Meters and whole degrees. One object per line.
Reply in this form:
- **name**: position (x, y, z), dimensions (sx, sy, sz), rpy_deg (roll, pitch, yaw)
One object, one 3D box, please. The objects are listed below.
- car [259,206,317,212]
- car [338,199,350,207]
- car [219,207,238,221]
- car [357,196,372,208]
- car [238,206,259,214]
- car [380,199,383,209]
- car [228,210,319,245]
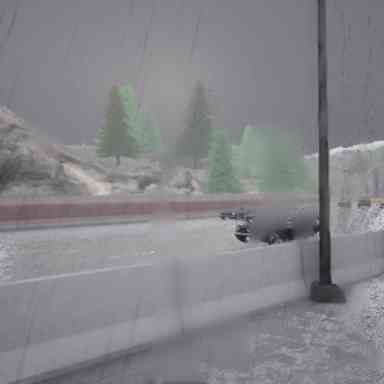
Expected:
- **car**: position (7.298, 1.750, 23.703), dimensions (4.902, 1.511, 2.128), rpy_deg (0, -1, -43)
- **car**: position (28.949, 2.051, 63.355), dimensions (1.882, 1.535, 5.008), rpy_deg (-1, -1, 29)
- **car**: position (4.609, 1.980, 30.791), dimensions (4.718, 1.301, 1.895), rpy_deg (0, -1, -44)
- **car**: position (31.128, 1.733, 60.004), dimensions (2.150, 2.045, 5.566), rpy_deg (-1, -1, 29)
- **car**: position (6.504, 1.868, 27.735), dimensions (5.357, 1.411, 2.033), rpy_deg (0, -1, -44)
- **car**: position (32.329, 1.922, 55.055), dimensions (1.882, 1.535, 5.008), rpy_deg (-1, -1, 31)
- **car**: position (4.220, 1.787, 16.254), dimensions (4.718, 1.301, 1.895), rpy_deg (0, -1, -40)
